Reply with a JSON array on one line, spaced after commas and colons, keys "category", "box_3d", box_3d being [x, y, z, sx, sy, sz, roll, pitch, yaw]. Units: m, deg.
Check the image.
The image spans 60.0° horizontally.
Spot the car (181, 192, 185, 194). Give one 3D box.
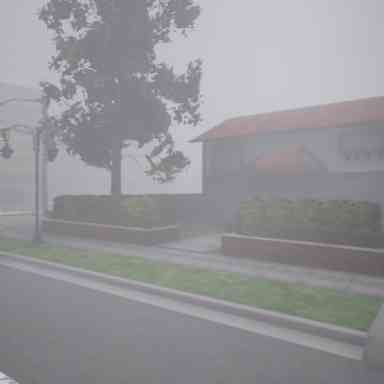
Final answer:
[{"category": "car", "box_3d": [-1.229, 1.083, 65.625, 2.150, 2.045, 5.566, 0, 0, 36]}]

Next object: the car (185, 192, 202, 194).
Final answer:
[{"category": "car", "box_3d": [1.604, 1.098, 63.569, 2.150, 2.045, 5.566, 0, 0, 36]}]
